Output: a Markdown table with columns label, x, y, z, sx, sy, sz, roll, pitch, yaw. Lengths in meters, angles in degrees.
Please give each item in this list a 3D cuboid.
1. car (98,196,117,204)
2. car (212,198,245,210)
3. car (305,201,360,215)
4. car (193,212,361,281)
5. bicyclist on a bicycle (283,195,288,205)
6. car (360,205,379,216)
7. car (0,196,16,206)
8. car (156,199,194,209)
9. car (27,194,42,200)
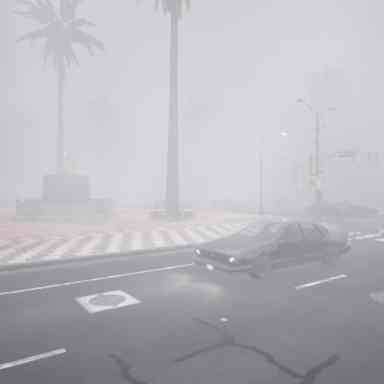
| label | x | y | z | sx | sy | sz | roll | pitch | yaw |
| --- | --- | --- | --- | --- | --- | --- | --- | --- | --- |
| car | -15.829 | 1.492 | 59.107 | 4.902 | 1.511 | 2.128 | 0 | 0 | 2 |
| car | 4.777 | 1.526 | 44.031 | 4.674 | 1.442 | 1.812 | 0 | 0 | 39 |
| car | 11.994 | 1.564 | 29.221 | 1.994 | 1.385 | 4.181 | 0 | 0 | -30 |
| car | 2.654 | 1.547 | 10.089 | 5.357 | 1.411 | 2.033 | 0 | 0 | -35 |
| bicyclist on a bicycle | 15.280 | 1.301 | 54.441 | 0.582 | 1.620 | 1.656 | 0 | 0 | 42 |
| car | 14.817 | 1.547 | 31.956 | 2.033 | 1.411 | 5.357 | 0 | 0 | -36 |
| car | -31.100 | 1.505 | 53.609 | 4.892 | 1.490 | 1.837 | 0 | 0 | -16 |
| car | -2.457 | 1.547 | 45.030 | 5.357 | 1.411 | 2.033 | 0 | 0 | 29 |
| car | -26.037 | 1.221 | 58.550 | 5.566 | 2.045 | 2.150 | 0 | 0 | -10 |
